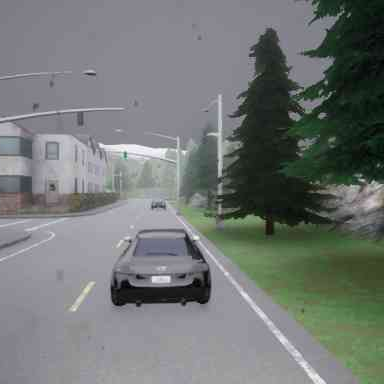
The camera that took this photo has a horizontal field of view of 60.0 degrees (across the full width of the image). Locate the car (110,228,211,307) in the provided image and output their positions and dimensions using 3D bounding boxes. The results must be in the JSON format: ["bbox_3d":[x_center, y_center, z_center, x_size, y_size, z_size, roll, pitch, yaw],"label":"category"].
[{"bbox_3d":[-0.722,1.564,8.070,1.994,1.385,4.181,0,0,-5],"label":"car"}]

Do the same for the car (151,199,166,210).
[{"bbox_3d":[-4.433,1.601,43.927,1.895,1.301,4.718,0,0,-6],"label":"car"}]
